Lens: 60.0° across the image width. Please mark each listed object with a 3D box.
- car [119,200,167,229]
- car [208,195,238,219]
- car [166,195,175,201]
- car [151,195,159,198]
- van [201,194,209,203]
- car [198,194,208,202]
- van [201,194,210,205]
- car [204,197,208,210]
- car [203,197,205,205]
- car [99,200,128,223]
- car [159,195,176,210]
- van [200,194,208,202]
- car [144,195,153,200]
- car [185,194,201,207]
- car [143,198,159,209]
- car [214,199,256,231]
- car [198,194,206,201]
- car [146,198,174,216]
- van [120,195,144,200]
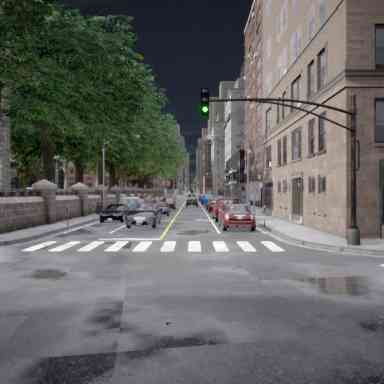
[{"bbox_3d":[-3.097,1.500,22.055,2.128,1.511,4.902,0,0,0],"label":"car"},{"bbox_3d":[2.669,1.325,25.888,2.192,1.841,5.009,0,0,0],"label":"car"},{"bbox_3d":[-5.860,1.582,90.792,2.008,1.369,4.403,0,0,0],"label":"car"},{"bbox_3d":[-5.858,1.331,42.126,2.192,1.841,5.009,0,0,0],"label":"car"},{"bbox_3d":[2.666,1.367,69.154,1.690,1.788,3.998,0,0,0],"label":"van"},{"bbox_3d":[2.666,1.344,79.971,2.192,1.841,5.009,0,0,0],"label":"car"},{"bbox_3d":[2.668,1.361,52.929,1.690,1.788,3.998,0,0,0],"label":"van"},{"bbox_3d":[2.668,1.559,36.704,1.887,1.381,4.507,0,0,0],"label":"car"},{"bbox_3d":[2.667,1.598,42.112,1.802,1.307,4.206,0,0,0],"label":"car"},{"bbox_3d":[-5.857,1.576,25.904,1.947,1.339,4.313,0,0,0],"label":"car"},{"bbox_3d":[-3.086,1.494,43.311,1.882,1.535,5.008,0,0,0],"label":"car"},{"bbox_3d":[2.666,1.369,74.561,1.690,1.788,3.998,0,0,0],"label":"van"},{"bbox_3d":[-5.858,1.454,36.719,1.967,1.590,4.097,0,0,0],"label":"car"},{"bbox_3d":[-0.002,1.524,51.491,1.837,1.490,4.892,0,0,0],"label":"car"},{"bbox_3d":[-5.859,1.600,47.533,1.802,1.307,4.206,0,0,0],"label":"car"},{"bbox_3d":[2.669,1.448,20.479,1.967,1.590,4.097,0,0,0],"label":"car"},{"bbox_3d":[2.665,1.472,90.787,1.967,1.590,4.097,0,0,0],"label":"car"},{"bbox_3d":[-3.105,1.576,32.071,1.994,1.385,4.181,0,0,-1],"label":"car"},{"bbox_3d":[-5.857,1.353,31.311,1.690,1.788,3.998,0,0,0],"label":"van"}]
